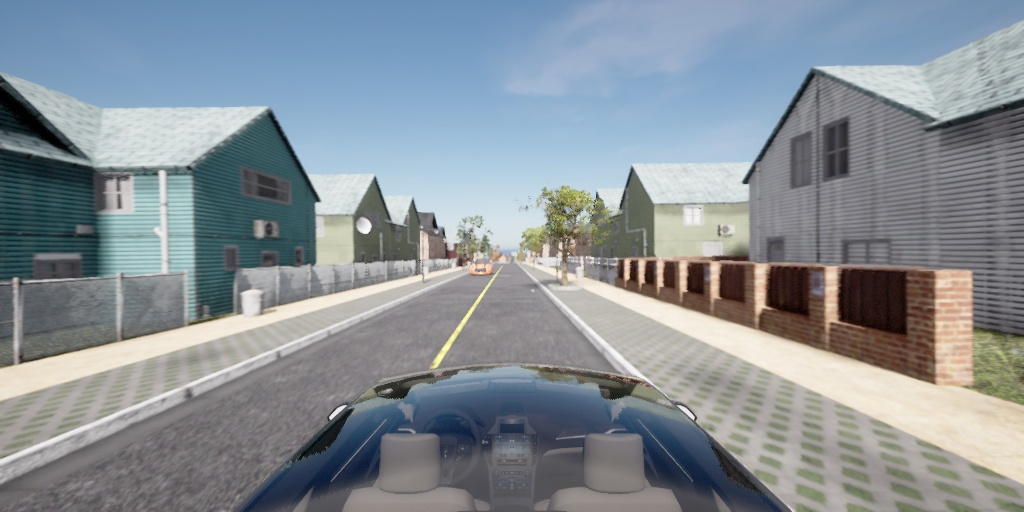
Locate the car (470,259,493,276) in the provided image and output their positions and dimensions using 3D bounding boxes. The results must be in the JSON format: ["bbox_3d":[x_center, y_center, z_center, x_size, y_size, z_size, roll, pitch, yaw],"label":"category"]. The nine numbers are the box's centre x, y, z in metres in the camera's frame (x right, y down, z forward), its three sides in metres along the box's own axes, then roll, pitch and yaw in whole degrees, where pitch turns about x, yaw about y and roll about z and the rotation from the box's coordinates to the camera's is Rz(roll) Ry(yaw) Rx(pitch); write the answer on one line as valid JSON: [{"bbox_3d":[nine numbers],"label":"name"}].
[{"bbox_3d":[-3.037,1.062,36.393,2.097,1.767,4.553,-1,0,0],"label":"car"}]
